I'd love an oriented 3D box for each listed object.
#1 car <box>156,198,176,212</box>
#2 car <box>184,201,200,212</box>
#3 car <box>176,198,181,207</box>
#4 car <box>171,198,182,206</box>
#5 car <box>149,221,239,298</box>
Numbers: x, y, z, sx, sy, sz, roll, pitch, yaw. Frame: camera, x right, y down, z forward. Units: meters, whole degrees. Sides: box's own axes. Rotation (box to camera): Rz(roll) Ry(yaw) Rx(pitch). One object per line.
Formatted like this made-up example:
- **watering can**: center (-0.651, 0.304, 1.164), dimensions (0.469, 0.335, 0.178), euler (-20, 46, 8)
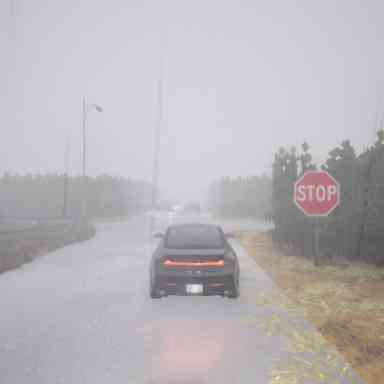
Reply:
- **car**: center (-3.287, 1.643, 40.845), dimensions (1.837, 1.490, 4.892), euler (0, 0, 0)
- **car**: center (0.006, 1.739, 41.387), dimensions (1.895, 1.301, 4.718), euler (0, 0, 0)
- **car**: center (-3.306, 1.665, 54.223), dimensions (1.882, 1.535, 5.008), euler (0, 0, 0)
- **car**: center (-3.257, 2.057, 69.451), dimensions (2.128, 1.511, 4.902), euler (0, -1, 0)
- **car**: center (0.055, 1.497, 8.443), dimensions (1.837, 1.490, 4.892), euler (0, 0, 0)
